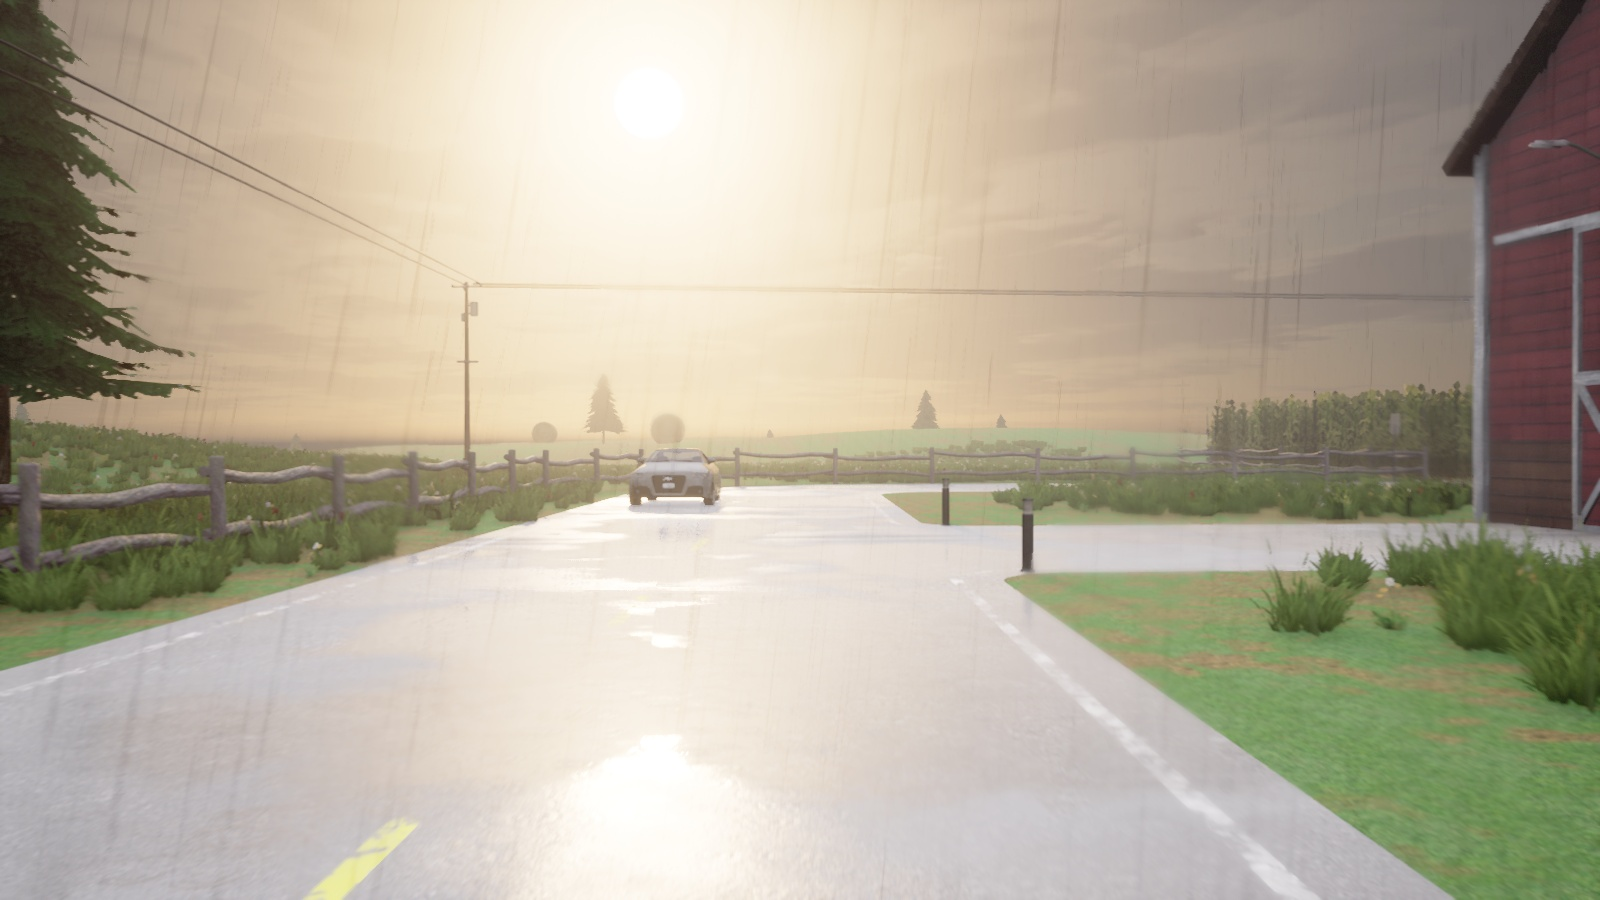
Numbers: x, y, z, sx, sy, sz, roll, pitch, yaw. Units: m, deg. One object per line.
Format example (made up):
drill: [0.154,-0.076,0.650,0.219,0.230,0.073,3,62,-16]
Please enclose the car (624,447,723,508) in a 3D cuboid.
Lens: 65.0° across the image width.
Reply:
car: [-3.036,0.633,30.958,1.994,1.385,4.181,0,0,0]
